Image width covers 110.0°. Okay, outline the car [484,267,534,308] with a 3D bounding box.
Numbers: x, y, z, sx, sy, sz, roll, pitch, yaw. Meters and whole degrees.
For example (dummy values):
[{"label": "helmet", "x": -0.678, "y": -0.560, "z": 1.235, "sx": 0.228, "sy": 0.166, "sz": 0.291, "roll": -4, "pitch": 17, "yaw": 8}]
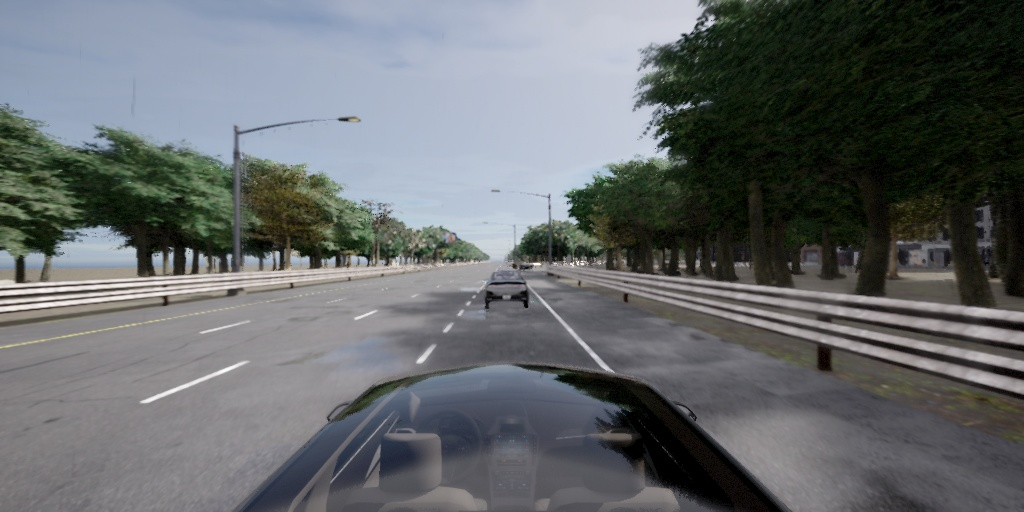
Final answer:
[{"label": "car", "x": -0.254, "y": 1.422, "z": 16.371, "sx": 2.128, "sy": 1.511, "sz": 4.902, "roll": -1, "pitch": -1, "yaw": -1}]
